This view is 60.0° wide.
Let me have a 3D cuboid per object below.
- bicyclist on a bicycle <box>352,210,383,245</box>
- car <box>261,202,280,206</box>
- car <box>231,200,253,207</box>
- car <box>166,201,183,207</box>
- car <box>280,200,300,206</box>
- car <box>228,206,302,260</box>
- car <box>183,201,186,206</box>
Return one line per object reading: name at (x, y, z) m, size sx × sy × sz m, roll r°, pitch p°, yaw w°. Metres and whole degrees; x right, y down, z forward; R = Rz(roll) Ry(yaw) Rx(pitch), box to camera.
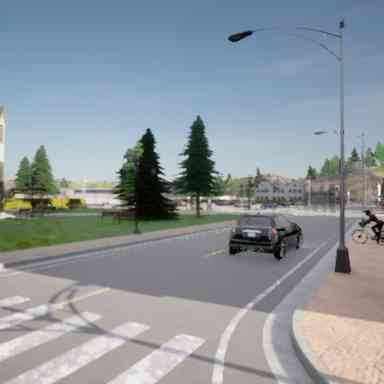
bicyclist on a bicycle at (8.459, 1.681, 15.695) m, size 1.656 × 1.620 × 0.582 m, roll -1°, pitch -2°, yaw 29°
car at (17.325, 3.062, 75.560) m, size 3.633 × 1.501 × 1.845 m, roll 0°, pitch -1°, yaw 29°
car at (12.278, 3.163, 81.762) m, size 3.806 × 1.475 × 1.970 m, roll 0°, pitch -1°, yaw 29°
car at (-5.451, 3.118, 88.169) m, size 4.514 × 1.523 × 2.007 m, roll 0°, pitch -1°, yaw 29°
car at (26.453, 3.185, 91.750) m, size 4.605 × 1.855 × 1.932 m, roll 0°, pitch -1°, yaw 29°
car at (3.275, 1.664, 14.280) m, size 2.097 × 1.767 × 4.553 m, roll 0°, pitch -1°, yaw 30°
car at (-3.977, 3.177, 90.938) m, size 5.027 × 1.636 × 2.152 m, roll 0°, pitch -1°, yaw 29°
